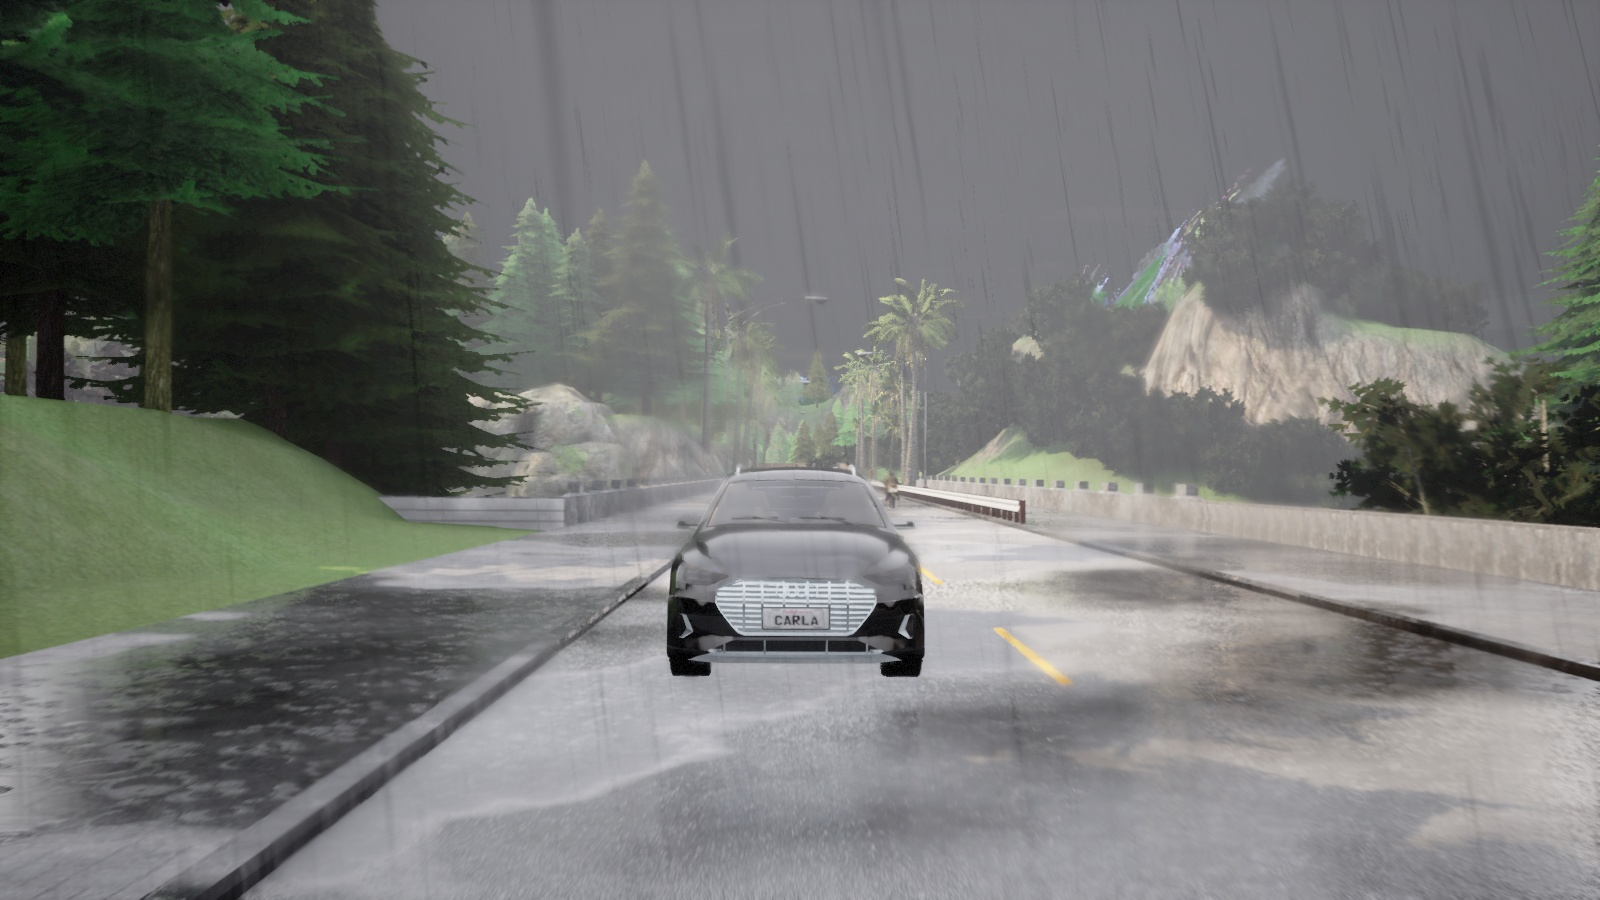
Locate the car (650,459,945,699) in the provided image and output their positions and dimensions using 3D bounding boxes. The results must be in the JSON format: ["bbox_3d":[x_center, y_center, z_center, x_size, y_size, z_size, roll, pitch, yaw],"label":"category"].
[{"bbox_3d":[-0.026,0.931,11.116,2.033,1.649,4.856,0,-1,0],"label":"car"}]

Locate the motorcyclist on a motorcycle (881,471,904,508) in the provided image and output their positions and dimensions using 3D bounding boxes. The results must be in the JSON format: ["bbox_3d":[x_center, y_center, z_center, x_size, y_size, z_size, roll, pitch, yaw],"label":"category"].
[{"bbox_3d":[3.884,1.666,52.877,0.797,1.523,2.044,0,-1,0],"label":"motorcyclist on a motorcycle"}]
